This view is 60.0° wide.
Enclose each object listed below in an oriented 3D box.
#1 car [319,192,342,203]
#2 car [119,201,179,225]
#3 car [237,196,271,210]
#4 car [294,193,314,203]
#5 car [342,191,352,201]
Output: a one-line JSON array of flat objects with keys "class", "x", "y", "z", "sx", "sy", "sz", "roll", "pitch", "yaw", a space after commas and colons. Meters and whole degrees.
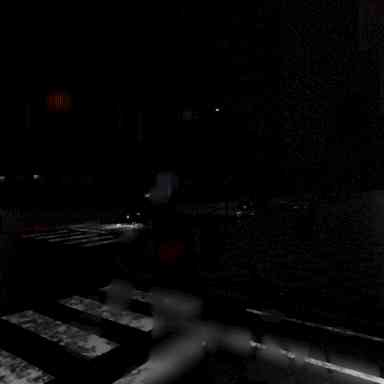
[{"class": "car", "x": 19.511, "y": 0.814, "z": 47.473, "sx": 1.837, "sy": 1.490, "sz": 4.892, "roll": 0, "pitch": 1, "yaw": 36}, {"class": "car", "x": -2.744, "y": 1.309, "z": 21.839, "sx": 1.994, "sy": 1.385, "sz": 4.181, "roll": 0, "pitch": 1, "yaw": 36}, {"class": "car", "x": 6.490, "y": 1.134, "z": 34.750, "sx": 1.895, "sy": 1.301, "sz": 4.718, "roll": 0, "pitch": 1, "yaw": 35}, {"class": "car", "x": 16.444, "y": 0.832, "z": 48.547, "sx": 1.812, "sy": 1.442, "sz": 4.674, "roll": 0, "pitch": 1, "yaw": 36}, {"class": "car", "x": 25.394, "y": 0.653, "z": 55.701, "sx": 1.882, "sy": 1.535, "sz": 5.008, "roll": 0, "pitch": 1, "yaw": 36}]
